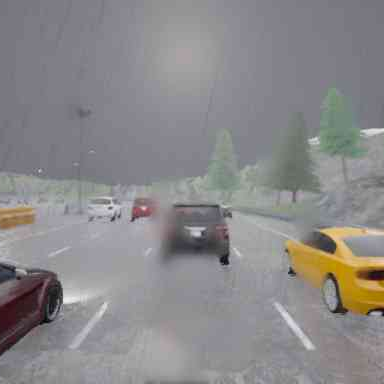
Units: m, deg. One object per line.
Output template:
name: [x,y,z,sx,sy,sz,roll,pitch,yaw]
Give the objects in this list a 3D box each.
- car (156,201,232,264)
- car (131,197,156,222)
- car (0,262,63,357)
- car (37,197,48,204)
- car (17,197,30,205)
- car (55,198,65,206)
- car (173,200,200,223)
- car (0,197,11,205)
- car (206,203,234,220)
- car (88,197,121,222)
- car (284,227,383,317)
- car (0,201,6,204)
car: [0.106,1.332,12.400,2.150,2.045,5.566,0,0,0]
car: [-4.078,1.464,29.255,2.150,2.045,5.566,0,0,-5]
car: [-3.428,1.594,4.620,1.994,1.385,4.181,0,0,0]
car: [-31.182,1.770,69.297,1.837,1.490,4.892,0,-1,-20]
car: [-34.442,1.775,68.025,2.128,1.511,4.902,0,-1,-20]
car: [-27.127,1.962,68.486,2.128,1.511,4.902,0,-1,-20]
car: [-0.588,1.602,28.991,2.097,1.767,4.553,0,-1,-4]
car: [-37.703,1.708,66.754,1.882,1.535,5.008,0,-1,-20]
car: [2.640,1.817,32.281,1.812,1.442,4.674,0,0,-6]
car: [-7.580,1.451,29.223,2.150,2.045,5.566,0,0,-5]
car: [3.592,1.559,7.792,1.882,1.535,5.008,0,0,0]
car: [-18.220,1.728,28.048,2.033,1.411,5.357,0,-1,-5]
